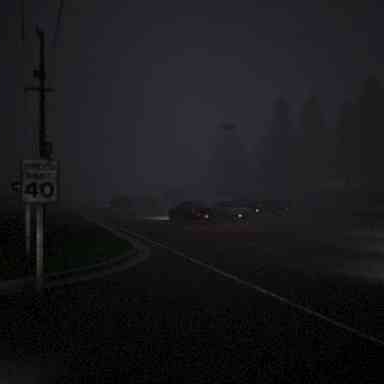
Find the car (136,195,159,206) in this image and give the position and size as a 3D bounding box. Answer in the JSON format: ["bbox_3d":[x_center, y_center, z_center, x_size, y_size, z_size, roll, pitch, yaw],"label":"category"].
[{"bbox_3d":[-6.575,1.141,44.496,2.033,1.411,5.357,0,1,-26],"label":"car"}]

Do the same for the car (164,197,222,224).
[{"bbox_3d":[-0.097,1.325,23.082,1.812,1.442,4.674,0,1,-26],"label":"car"}]

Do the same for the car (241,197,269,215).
[{"bbox_3d":[4.385,1.259,29.891,1.837,1.490,4.892,0,1,-26],"label":"car"}]

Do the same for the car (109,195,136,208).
[{"bbox_3d":[-8.936,1.092,41.341,1.882,1.535,5.008,0,1,-26],"label":"car"}]

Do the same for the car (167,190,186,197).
[{"bbox_3d":[-2.904,0.753,52.979,2.150,2.045,5.566,0,1,-26],"label":"car"}]

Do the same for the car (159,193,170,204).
[{"bbox_3d":[-5.425,1.149,50.153,1.895,1.301,4.718,0,1,-26],"label":"car"}]

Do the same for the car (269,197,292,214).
[{"bbox_3d":[7.376,1.238,31.741,2.128,1.511,4.902,0,1,-26],"label":"car"}]

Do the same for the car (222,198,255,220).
[{"bbox_3d":[2.472,1.384,25.808,1.895,1.301,4.718,0,1,-26],"label":"car"}]
